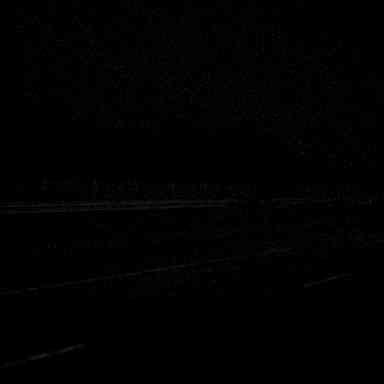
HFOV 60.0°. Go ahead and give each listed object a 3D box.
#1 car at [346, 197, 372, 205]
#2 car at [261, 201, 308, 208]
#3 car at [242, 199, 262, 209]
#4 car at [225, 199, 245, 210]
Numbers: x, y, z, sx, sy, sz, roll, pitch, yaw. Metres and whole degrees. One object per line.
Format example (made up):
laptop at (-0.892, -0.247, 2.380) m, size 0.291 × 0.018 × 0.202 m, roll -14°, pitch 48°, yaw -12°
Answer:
car at (26.067, 1.528, 51.761) m, size 5.357 × 1.411 × 2.033 m, roll 0°, pitch 0°, yaw -38°
car at (8.182, 1.591, 27.015) m, size 4.718 × 1.301 × 1.895 m, roll 0°, pitch 0°, yaw -35°
car at (7.060, 1.554, 30.508) m, size 4.181 × 1.385 × 1.994 m, roll 0°, pitch 0°, yaw -35°
car at (5.475, 1.495, 33.678) m, size 4.892 × 1.490 × 1.837 m, roll 0°, pitch 0°, yaw -35°
